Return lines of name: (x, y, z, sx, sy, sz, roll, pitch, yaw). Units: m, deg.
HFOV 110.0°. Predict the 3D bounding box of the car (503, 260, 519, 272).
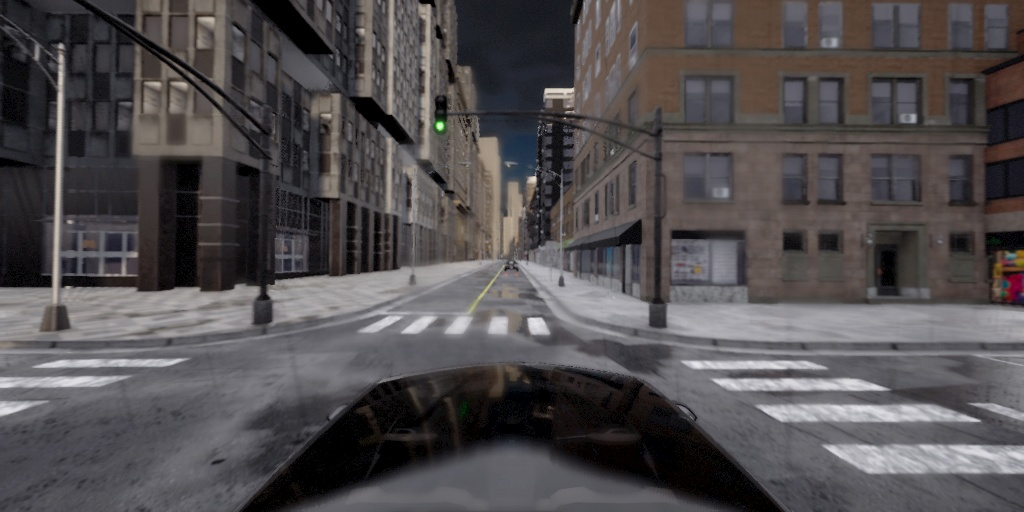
car: (-0.071, 1.300, 48.113, 1.812, 1.442, 4.674, 1, 0, 0)
